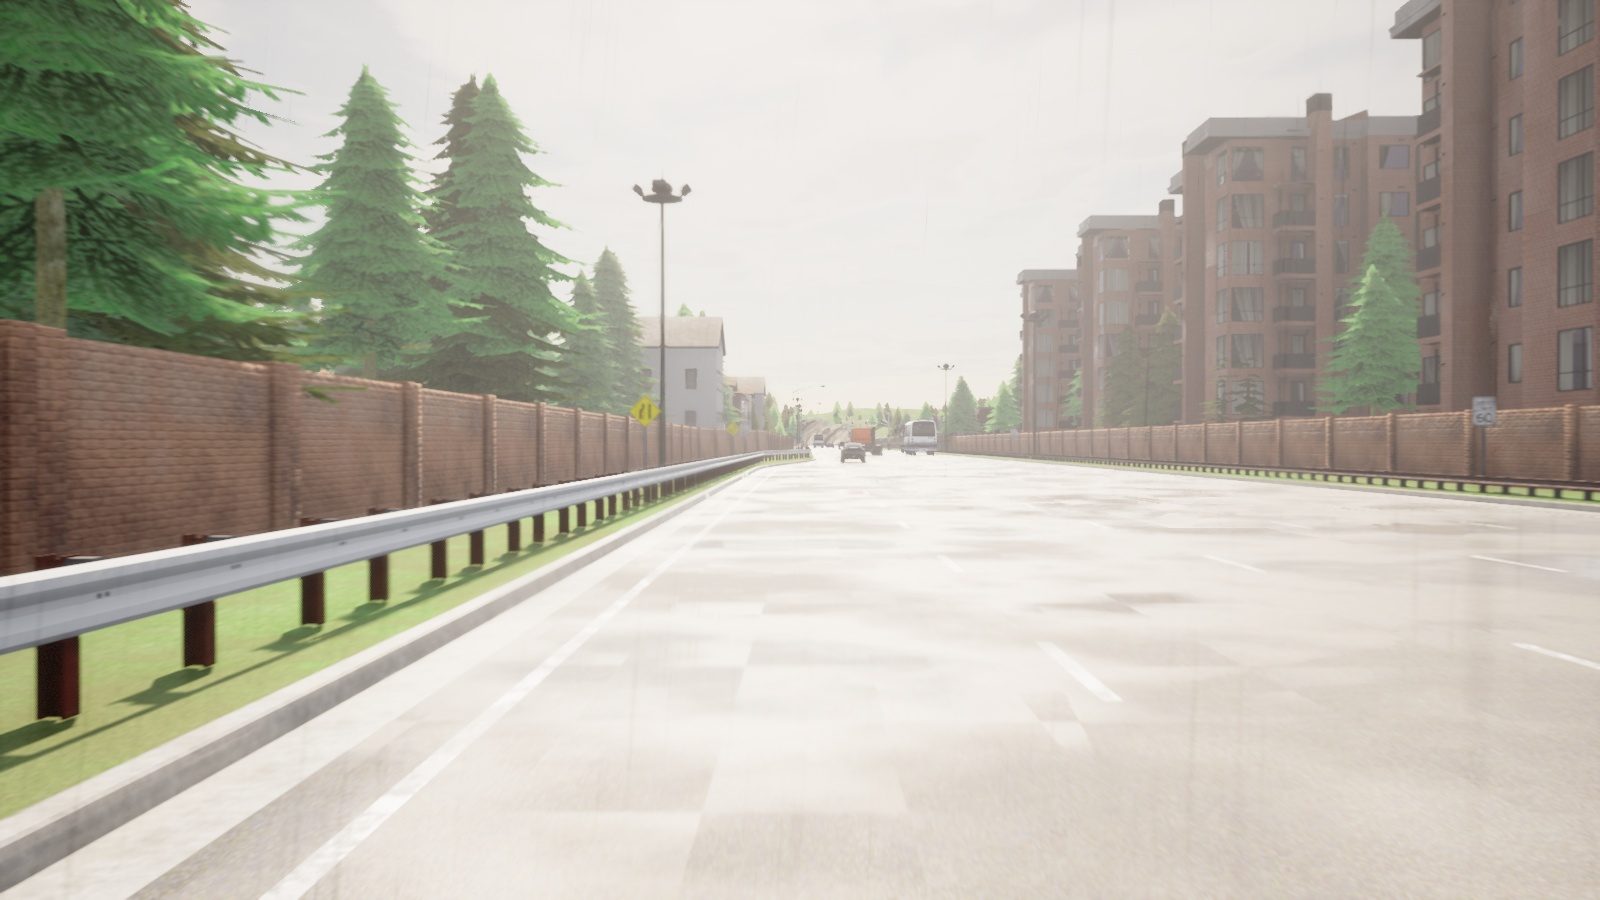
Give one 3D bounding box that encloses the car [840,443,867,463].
[{"bbox_3d":[4.064,0.218,96.262,1.837,1.490,4.892,0,0,0],"label":"car"}]
